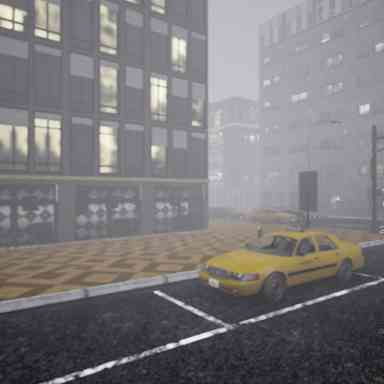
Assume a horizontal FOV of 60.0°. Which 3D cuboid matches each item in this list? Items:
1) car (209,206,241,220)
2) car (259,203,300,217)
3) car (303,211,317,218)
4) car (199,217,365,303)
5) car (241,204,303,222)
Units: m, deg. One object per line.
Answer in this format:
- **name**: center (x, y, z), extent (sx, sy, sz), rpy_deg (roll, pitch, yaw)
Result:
- **car**: center (3.394, 2.120, 33.803), extent (1.947, 1.339, 4.313), rpy_deg (-1, 0, -36)
- **car**: center (10.135, 2.078, 38.780), extent (2.008, 1.369, 4.403), rpy_deg (-1, 0, -36)
- **car**: center (9.075, 1.937, 30.483), extent (2.128, 1.511, 4.902), rpy_deg (0, -1, -36)
- **car**: center (2.412, 1.561, 8.257), extent (4.829, 1.417, 1.752), rpy_deg (0, -1, -36)
- **car**: center (6.851, 1.983, 29.118), extent (1.752, 1.417, 4.829), rpy_deg (-1, 0, -36)
